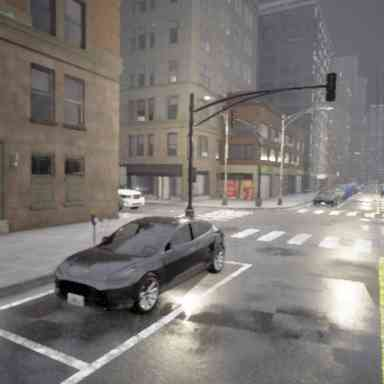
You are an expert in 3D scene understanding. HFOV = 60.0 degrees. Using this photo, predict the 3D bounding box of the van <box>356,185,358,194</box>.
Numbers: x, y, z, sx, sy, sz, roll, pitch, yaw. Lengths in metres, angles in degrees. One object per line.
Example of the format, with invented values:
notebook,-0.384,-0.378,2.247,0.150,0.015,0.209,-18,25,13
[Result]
van,25.845,-0.392,54.896,1.690,1.788,3.998,2,3,29

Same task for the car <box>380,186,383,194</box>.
car,36.588,-0.378,62.582,2.033,1.411,5.357,3,3,29

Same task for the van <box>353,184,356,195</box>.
van,23.138,-0.249,50.012,1.690,1.788,3.998,2,3,29

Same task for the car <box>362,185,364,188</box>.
car,36.671,-0.871,74.434,1.967,1.590,4.097,2,3,29

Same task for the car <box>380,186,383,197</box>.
car,31.535,-0.018,53.474,1.837,1.490,4.892,3,3,29

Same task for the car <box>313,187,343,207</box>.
car,12.306,0.543,30.484,1.947,1.339,4.313,2,2,29

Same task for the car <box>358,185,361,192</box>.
car,28.552,-0.562,59.779,2.192,1.841,5.009,2,3,29

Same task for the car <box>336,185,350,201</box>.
car,17.638,0.224,40.102,1.752,1.417,4.829,2,2,29

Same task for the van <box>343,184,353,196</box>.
van,20.430,-0.106,45.127,1.690,1.788,3.998,2,2,29

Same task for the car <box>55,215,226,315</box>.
car,-0.716,1.222,6.986,1.947,1.339,4.313,2,3,29

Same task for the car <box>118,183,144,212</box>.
car,-6.026,0.195,23.399,5.566,2.045,2.150,2,3,28
